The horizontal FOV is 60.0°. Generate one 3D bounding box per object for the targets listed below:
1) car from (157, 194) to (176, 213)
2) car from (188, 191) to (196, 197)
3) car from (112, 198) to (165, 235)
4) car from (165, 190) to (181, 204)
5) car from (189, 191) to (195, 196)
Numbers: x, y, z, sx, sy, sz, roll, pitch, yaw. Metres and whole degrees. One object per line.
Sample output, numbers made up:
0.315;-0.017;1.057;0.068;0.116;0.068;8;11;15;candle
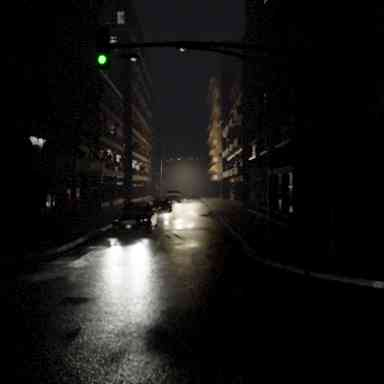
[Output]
-2.840;1.187;31.337;1.994;1.385;4.181;0;1;0;car
0.022;0.598;83.533;1.994;1.385;4.181;0;1;0;car
-2.864;1.279;17.602;2.128;1.511;4.902;0;1;1;car
-2.774;0.645;49.142;2.150;2.045;5.566;0;0;1;car
0.024;0.429;93.556;1.812;1.442;4.674;0;1;0;car
